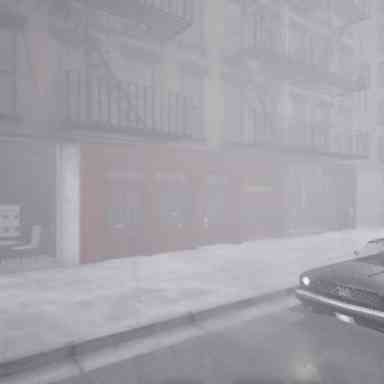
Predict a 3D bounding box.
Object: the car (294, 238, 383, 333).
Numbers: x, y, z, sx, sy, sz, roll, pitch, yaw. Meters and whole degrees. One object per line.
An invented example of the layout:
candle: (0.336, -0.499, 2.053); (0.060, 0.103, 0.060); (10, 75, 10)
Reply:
car: (4.097, 1.587, 6.304); (4.718, 1.301, 1.895); (0, 0, -36)
